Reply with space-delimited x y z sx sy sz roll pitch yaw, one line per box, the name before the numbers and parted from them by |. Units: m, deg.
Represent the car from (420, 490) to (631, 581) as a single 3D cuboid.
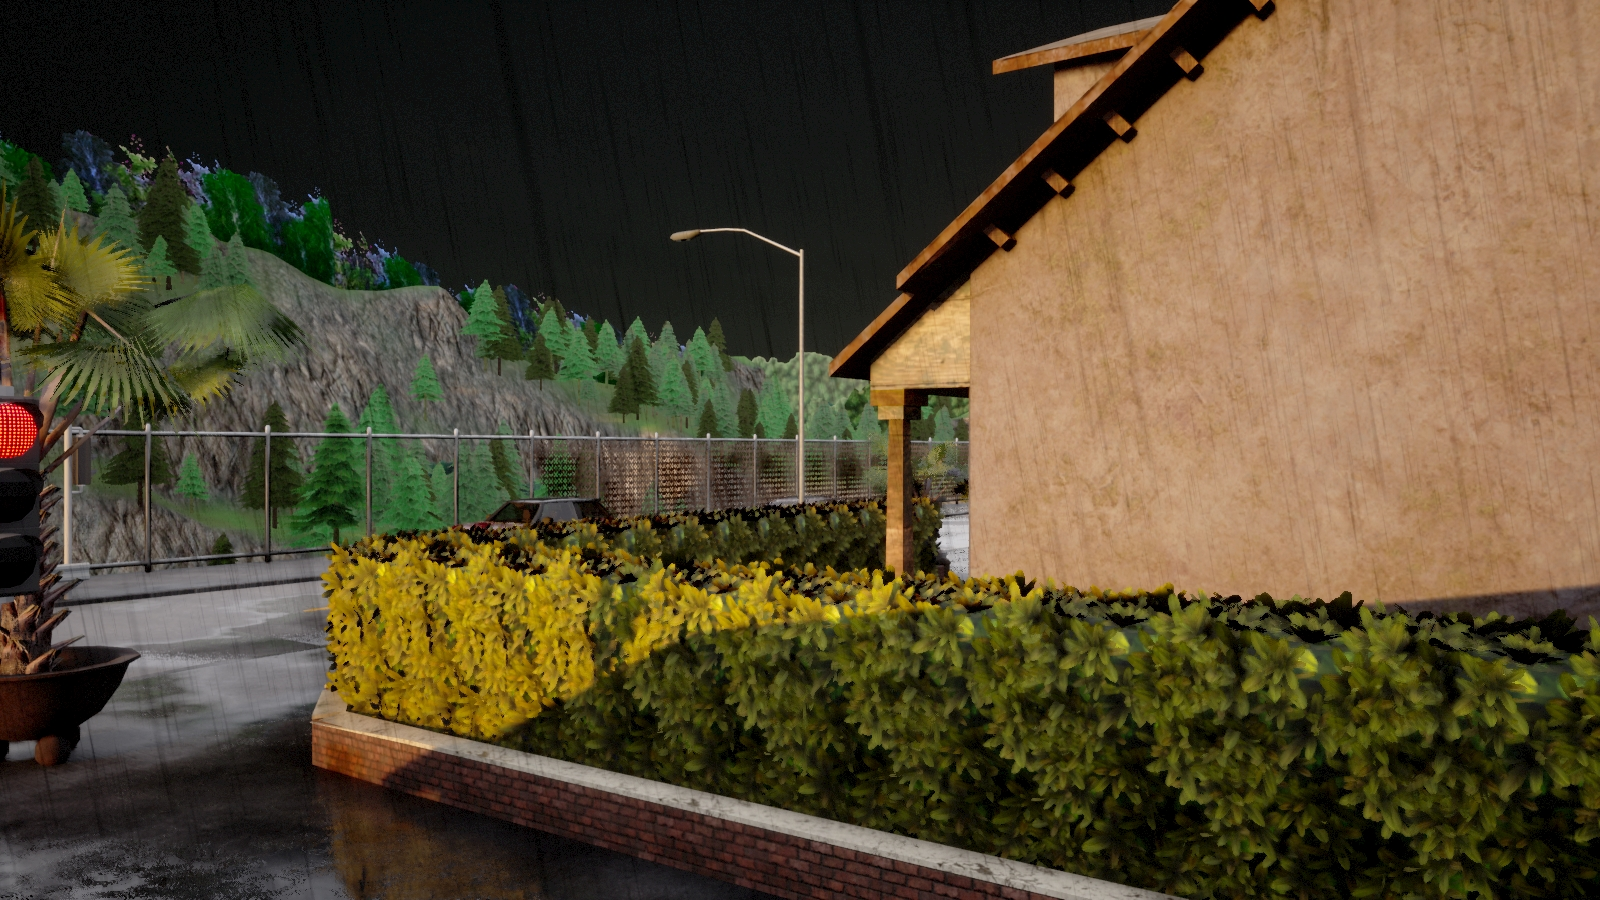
car | -6.312 1.906 26.765 2.097 1.767 4.553 0 0 35
